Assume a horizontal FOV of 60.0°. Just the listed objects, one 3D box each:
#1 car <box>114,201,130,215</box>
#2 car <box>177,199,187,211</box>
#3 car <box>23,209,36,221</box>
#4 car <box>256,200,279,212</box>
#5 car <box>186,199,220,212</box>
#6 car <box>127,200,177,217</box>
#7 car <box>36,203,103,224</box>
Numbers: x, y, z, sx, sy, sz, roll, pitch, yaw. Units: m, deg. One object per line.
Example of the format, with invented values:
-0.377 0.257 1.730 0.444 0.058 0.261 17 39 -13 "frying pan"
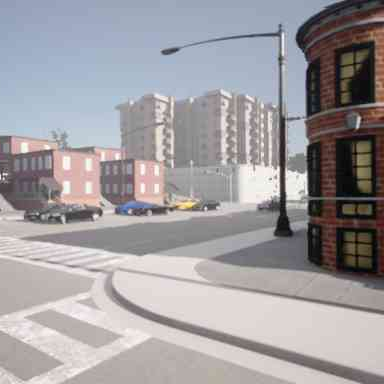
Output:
-6.448 1.701 37.124 1.882 1.535 5.008 -1 0 35 "car"
-0.666 1.701 45.196 1.882 1.535 5.008 -1 0 36 "car"
-12.150 1.728 29.136 1.837 1.490 4.892 -1 0 35 "car"
9.670 1.681 41.259 2.033 1.411 5.357 -1 0 33 "car"
1.799 1.699 42.630 1.837 1.490 4.892 -1 0 36 "car"
-4.041 1.793 34.467 1.895 1.301 4.718 -1 -1 36 "car"
-9.467 1.686 26.857 2.128 1.511 4.902 -1 0 36 "car"
